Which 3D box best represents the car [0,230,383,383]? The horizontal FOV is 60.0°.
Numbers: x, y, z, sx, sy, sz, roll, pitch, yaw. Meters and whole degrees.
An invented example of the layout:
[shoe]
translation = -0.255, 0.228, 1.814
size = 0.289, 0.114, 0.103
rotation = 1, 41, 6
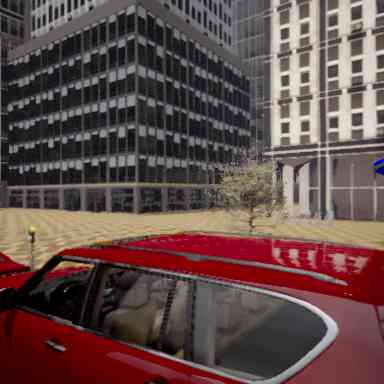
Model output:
[car]
translation = -0.367, 1.315, 3.142
size = 5.009, 1.841, 2.192
rotation = 0, 0, 36
